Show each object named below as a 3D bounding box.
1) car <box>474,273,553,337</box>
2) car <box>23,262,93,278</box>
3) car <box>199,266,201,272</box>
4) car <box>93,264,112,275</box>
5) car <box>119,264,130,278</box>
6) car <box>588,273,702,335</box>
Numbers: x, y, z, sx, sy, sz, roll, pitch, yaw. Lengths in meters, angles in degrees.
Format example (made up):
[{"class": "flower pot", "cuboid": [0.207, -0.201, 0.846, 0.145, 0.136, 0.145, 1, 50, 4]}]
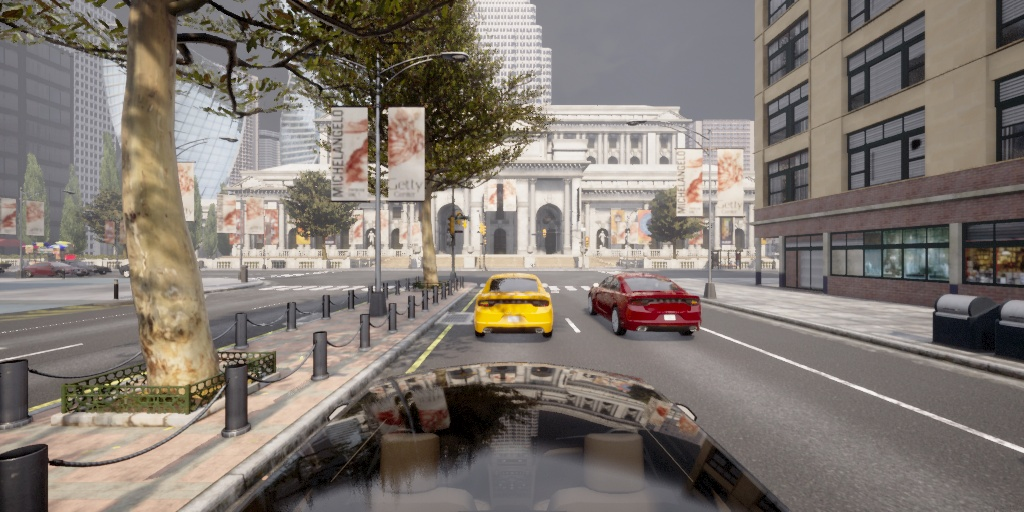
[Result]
[{"class": "car", "cuboid": [0.055, 1.228, 10.338, 1.882, 1.535, 5.008, 0, 0, 0]}, {"class": "car", "cuboid": [-43.381, 1.276, 33.967, 4.674, 1.442, 1.812, 0, 0, -1]}, {"class": "car", "cuboid": [-35.480, 1.228, 37.499, 5.008, 1.535, 1.882, 0, 0, 0]}, {"class": "car", "cuboid": [-45.304, 1.297, 37.460, 5.357, 1.411, 2.033, 0, 0, 0]}, {"class": "car", "cuboid": [-34.182, 1.255, 34.000, 4.892, 1.490, 1.837, 0, 0, 0]}, {"class": "car", "cuboid": [3.557, 1.228, 10.517, 1.882, 1.535, 5.008, 0, 0, 0]}]
